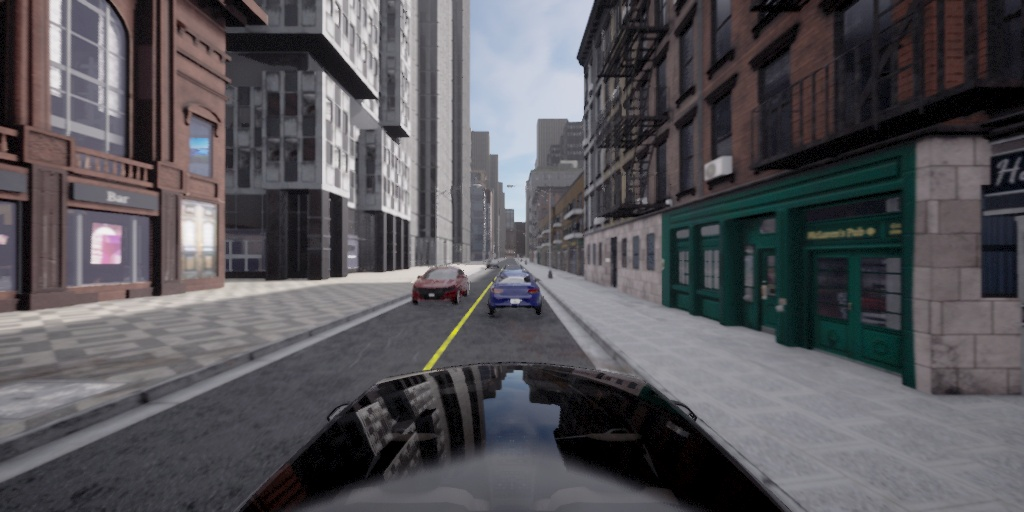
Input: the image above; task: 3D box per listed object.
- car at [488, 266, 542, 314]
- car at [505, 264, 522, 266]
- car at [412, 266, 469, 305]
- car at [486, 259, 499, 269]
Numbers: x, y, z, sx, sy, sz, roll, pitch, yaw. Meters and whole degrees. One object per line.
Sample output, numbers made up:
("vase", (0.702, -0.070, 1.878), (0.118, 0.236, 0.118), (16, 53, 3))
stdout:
("car", (0.099, 1.273, 13.713), (1.812, 1.442, 4.674), (0, 0, 0))
("car", (0.098, 1.358, 31.243), (1.895, 1.301, 4.718), (0, 0, 0))
("car", (-3.101, 1.225, 16.298), (1.882, 1.535, 5.008), (0, 0, 0))
("car", (-3.064, 1.261, 56.932), (1.882, 1.535, 5.008), (0, 0, 0))
